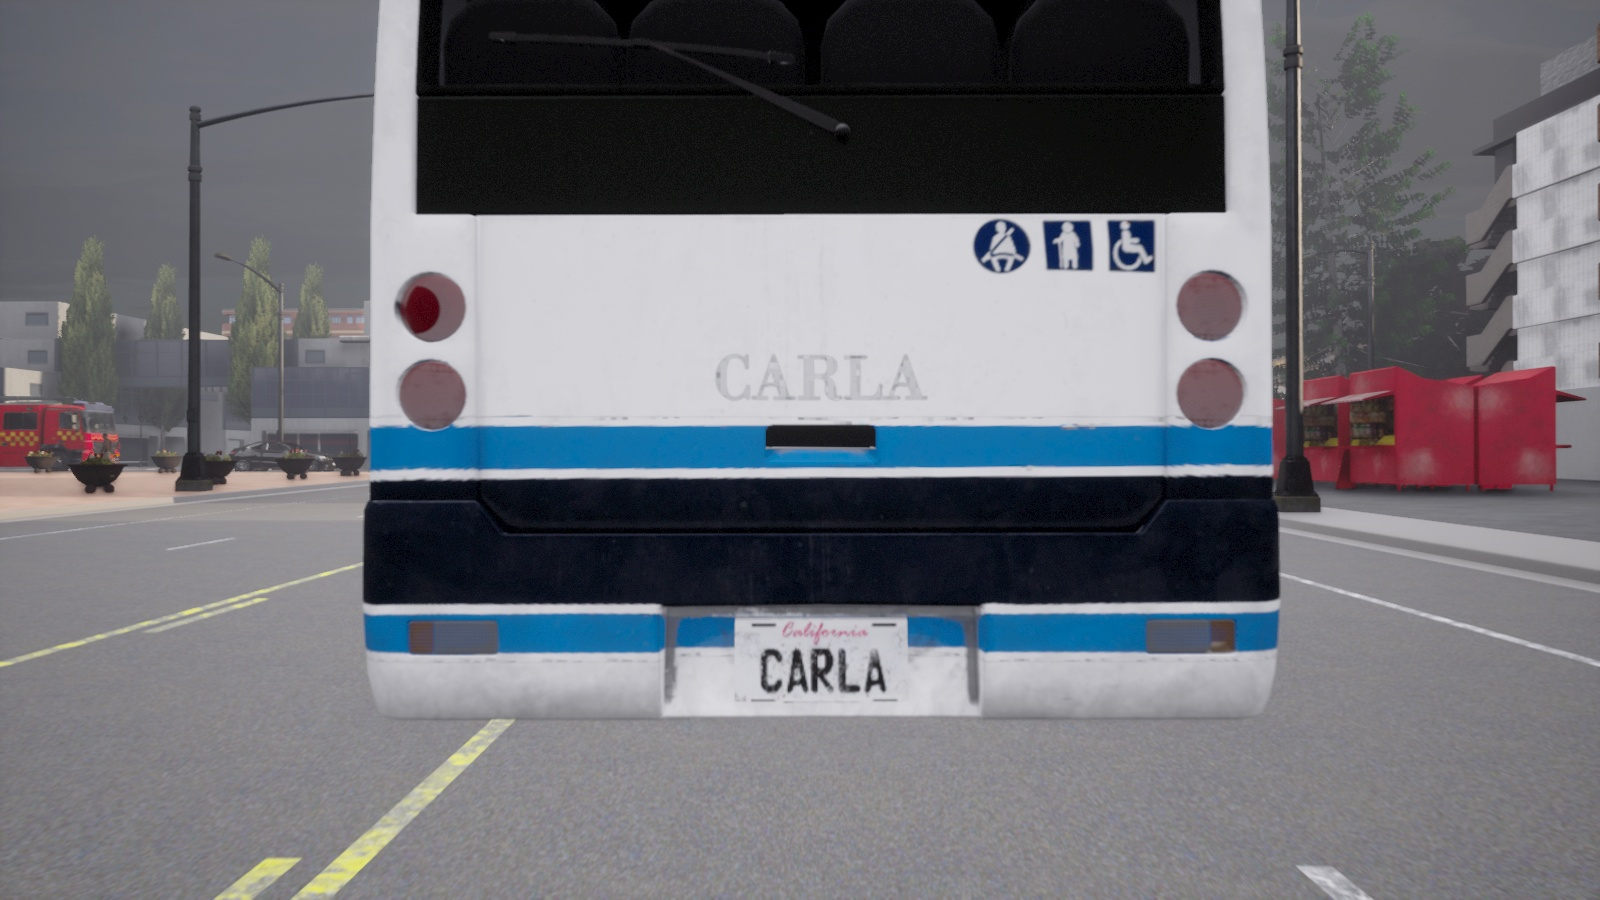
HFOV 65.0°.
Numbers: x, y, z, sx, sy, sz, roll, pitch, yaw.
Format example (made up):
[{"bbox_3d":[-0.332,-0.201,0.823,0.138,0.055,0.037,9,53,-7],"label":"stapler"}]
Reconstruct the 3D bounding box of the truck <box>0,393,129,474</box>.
[{"bbox_3d":[-37.675,-0.769,61.140,8.468,3.827,2.891,0,0,1],"label":"truck"}]

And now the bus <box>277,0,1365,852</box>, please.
[{"bbox_3d":[0.089,-0.700,9.694,3.944,4.253,10.273,0,0,0],"label":"bus"}]

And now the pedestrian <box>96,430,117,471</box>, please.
[{"bbox_3d":[-31.376,0.035,56.797,0.703,1.840,0.431,0,0,-3],"label":"pedestrian"}]

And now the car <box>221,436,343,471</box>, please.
[{"bbox_3d":[-25.115,0.184,60.988,5.027,1.651,2.152,0,0,1],"label":"car"}]
